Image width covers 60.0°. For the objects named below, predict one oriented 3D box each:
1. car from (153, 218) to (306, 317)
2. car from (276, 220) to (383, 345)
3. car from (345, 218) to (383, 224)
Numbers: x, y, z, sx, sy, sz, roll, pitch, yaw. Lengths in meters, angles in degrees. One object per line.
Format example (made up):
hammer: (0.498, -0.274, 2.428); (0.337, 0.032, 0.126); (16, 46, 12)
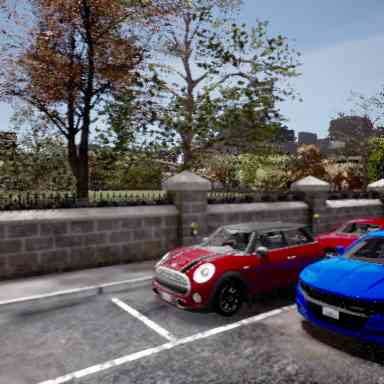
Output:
car: (1.154, 1.436, 7.392); (4.097, 1.590, 1.967); (0, 0, -36)
car: (4.040, 1.472, 6.247); (5.008, 1.535, 1.882); (0, 0, -35)
car: (5.659, 1.536, 10.609); (4.507, 1.381, 1.887); (0, 0, -36)
